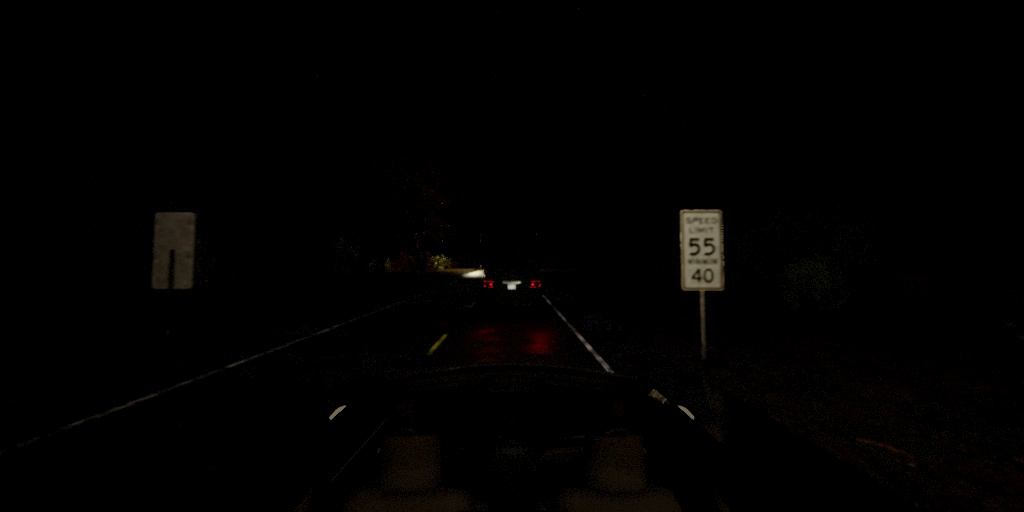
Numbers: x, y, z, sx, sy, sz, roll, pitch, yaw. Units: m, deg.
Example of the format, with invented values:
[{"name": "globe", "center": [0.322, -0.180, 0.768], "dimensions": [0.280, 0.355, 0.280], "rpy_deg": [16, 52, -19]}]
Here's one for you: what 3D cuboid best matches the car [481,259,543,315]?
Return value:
[{"name": "car", "center": [0.006, 1.125, 14.458], "dimensions": [2.150, 2.045, 5.566], "rpy_deg": [0, 0, 0]}]
